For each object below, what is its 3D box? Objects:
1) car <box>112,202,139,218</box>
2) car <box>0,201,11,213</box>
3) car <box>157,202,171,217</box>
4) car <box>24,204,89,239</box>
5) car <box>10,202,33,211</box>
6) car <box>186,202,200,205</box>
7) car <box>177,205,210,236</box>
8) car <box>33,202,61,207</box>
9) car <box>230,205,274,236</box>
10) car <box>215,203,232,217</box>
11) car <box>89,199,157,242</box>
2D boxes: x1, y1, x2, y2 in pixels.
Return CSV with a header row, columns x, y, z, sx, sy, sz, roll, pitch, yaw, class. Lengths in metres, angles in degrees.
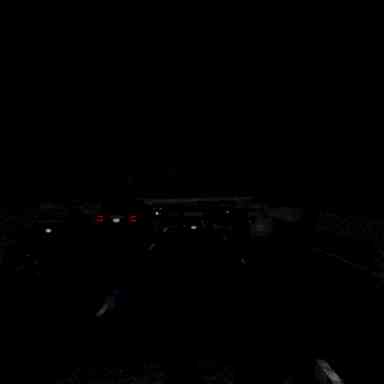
x,y,z,sx,sy,sz,roll,pitch,yaw,class
-6.895,1.843,34.914,1.837,1.490,4.892,0,-1,0,car
-24.557,1.894,43.124,1.882,1.535,5.008,0,-1,0,car
-3.395,1.843,34.918,1.837,1.490,4.892,0,-1,0,car
-6.896,1.670,18.410,2.128,1.511,4.902,0,-1,0,car
-21.055,1.980,43.011,1.994,1.385,4.181,0,-1,0,car
0.105,1.831,36.417,1.882,1.535,5.008,0,-1,0,car
0.088,1.719,19.842,1.812,1.442,4.674,0,-1,0,car
-17.570,1.927,41.528,1.812,1.442,4.674,0,-1,0,car
3.603,1.718,19.798,1.812,1.442,4.674,0,-1,0,car
3.591,1.874,35.896,1.812,1.442,4.674,0,-1,0,car
-3.397,1.393,17.601,2.150,2.045,5.566,0,-1,0,car
